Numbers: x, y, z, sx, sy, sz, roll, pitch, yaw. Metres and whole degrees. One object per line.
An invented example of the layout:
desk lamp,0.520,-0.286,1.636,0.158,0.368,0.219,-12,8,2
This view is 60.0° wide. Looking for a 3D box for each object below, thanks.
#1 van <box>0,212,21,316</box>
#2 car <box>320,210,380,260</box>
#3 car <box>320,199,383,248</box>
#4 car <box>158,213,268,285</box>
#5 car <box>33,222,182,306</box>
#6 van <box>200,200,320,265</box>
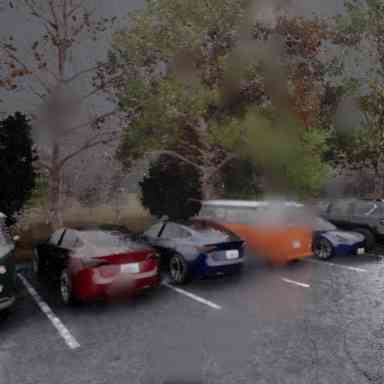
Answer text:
van,-4.705,1.255,6.571,1.878,1.987,4.442,0,0,-36
car,4.252,1.570,13.053,2.163,1.488,4.792,1,0,-36
car,6.476,1.313,14.708,2.435,2.045,5.566,1,0,-35
car,-0.394,1.528,9.812,2.163,1.488,4.792,0,0,-35
car,-2.544,1.516,8.280,2.163,1.488,4.792,0,0,-35
van,1.812,1.291,11.493,1.878,1.987,4.442,0,0,-35
